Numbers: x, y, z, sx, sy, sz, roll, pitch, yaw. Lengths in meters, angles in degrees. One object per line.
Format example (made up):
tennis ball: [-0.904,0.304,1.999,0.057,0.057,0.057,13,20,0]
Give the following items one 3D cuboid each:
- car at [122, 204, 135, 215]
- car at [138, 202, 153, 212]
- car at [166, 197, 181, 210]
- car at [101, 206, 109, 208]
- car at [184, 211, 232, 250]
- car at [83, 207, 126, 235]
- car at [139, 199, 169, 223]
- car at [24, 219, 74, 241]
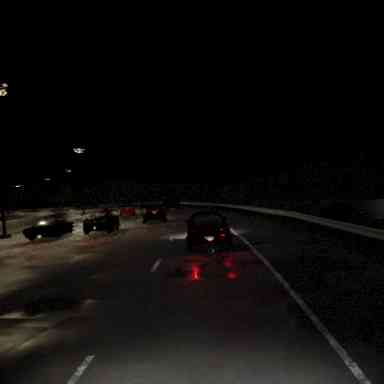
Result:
car: [-9.367,2.468,48.173,2.097,1.767,4.553,-4,-1,-11]
car: [-8.377,2.625,59.897,1.882,1.535,5.008,-4,-1,-15]
car: [-3.384,1.956,54.926,2.150,2.045,5.566,-4,-1,-14]
car: [-15.478,3.194,59.514,1.812,1.442,4.674,-4,-1,-16]
car: [0.670,1.607,15.011,1.812,1.442,4.674,-4,0,0]
car: [-6.516,2.186,24.206,2.128,1.511,4.902,-4,0,-3]
car: [-3.558,1.894,31.673,2.097,1.767,4.553,-4,0,-5]
car: [-9.736,2.524,23.121,1.895,1.301,4.718,-4,-1,-3]
